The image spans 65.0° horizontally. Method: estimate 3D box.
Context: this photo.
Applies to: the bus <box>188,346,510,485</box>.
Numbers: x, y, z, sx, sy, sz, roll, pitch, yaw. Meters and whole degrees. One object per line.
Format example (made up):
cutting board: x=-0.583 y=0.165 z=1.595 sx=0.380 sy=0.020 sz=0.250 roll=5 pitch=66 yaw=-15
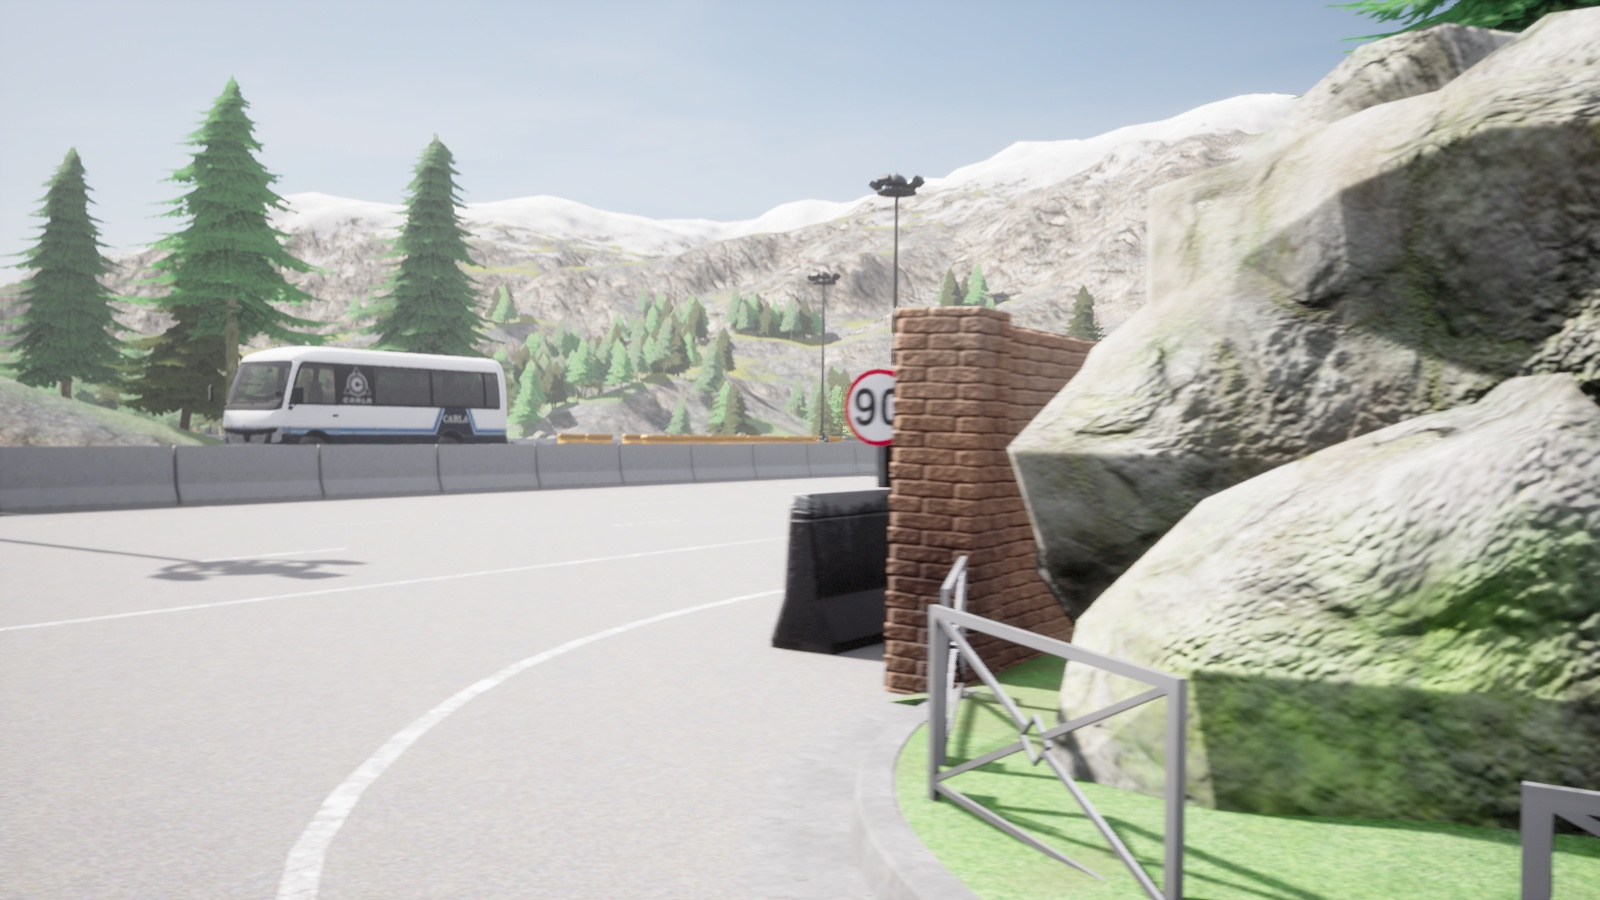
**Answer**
bus: x=-15.392 y=-1.159 z=43.999 sx=3.944 sy=4.253 sz=10.273 roll=0 pitch=1 yaw=33
